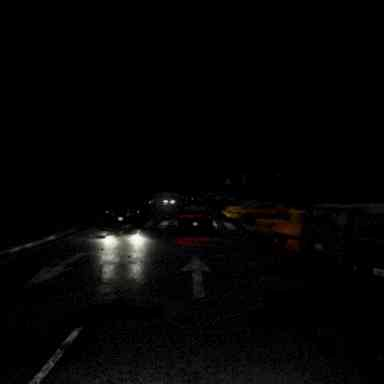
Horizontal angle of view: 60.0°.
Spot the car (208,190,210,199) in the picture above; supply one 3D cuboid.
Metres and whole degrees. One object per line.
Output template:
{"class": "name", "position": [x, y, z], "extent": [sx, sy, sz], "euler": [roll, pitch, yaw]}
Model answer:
{"class": "car", "position": [5.278, 0.954, 49.091], "extent": [4.553, 1.767, 2.185], "euler": [1, 1, -20]}

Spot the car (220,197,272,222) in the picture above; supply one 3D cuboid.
{"class": "car", "position": [5.154, 1.407, 25.014], "extent": [5.366, 1.575, 1.946], "euler": [1, 1, -20]}

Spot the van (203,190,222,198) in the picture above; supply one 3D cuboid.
{"class": "van", "position": [5.314, 0.441, 85.160], "extent": [4.442, 1.987, 1.878], "euler": [1, 0, -20]}

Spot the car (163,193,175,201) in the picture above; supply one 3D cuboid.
{"class": "car", "position": [-4.093, 0.890, 60.181], "extent": [1.994, 1.385, 4.181], "euler": [1, 1, 0]}

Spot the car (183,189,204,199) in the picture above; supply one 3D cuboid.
{"class": "car", "position": [0.054, 0.845, 41.557], "extent": [2.150, 2.045, 5.566], "euler": [1, 1, 0]}

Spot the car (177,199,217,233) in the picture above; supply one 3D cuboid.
{"class": "car", "position": [0.159, 1.418, 19.268], "extent": [1.882, 1.535, 5.008], "euler": [1, 1, 0]}

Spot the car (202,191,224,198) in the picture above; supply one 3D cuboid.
{"class": "car", "position": [5.201, 0.695, 82.116], "extent": [5.008, 1.535, 2.097], "euler": [1, 0, -20]}

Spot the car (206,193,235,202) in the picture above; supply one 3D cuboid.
{"class": "car", "position": [5.205, 0.957, 61.081], "extent": [4.792, 1.488, 2.163], "euler": [1, 1, -20]}

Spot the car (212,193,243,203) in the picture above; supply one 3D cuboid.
{"class": "car", "position": [5.263, 1.241, 40.081], "extent": [4.674, 1.452, 2.002], "euler": [1, 1, -20]}

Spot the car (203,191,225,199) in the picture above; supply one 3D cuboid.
{"class": "car", "position": [5.251, 0.602, 79.112], "extent": [4.553, 1.767, 2.185], "euler": [1, 1, -20]}

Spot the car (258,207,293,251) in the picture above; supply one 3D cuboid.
{"class": "car", "position": [5.438, 1.546, 13.062], "extent": [5.008, 1.535, 2.097], "euler": [1, 1, -21]}

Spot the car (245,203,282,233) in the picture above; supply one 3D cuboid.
{"class": "car", "position": [5.567, 1.536, 16.131], "extent": [5.366, 1.575, 1.946], "euler": [1, 0, -20]}

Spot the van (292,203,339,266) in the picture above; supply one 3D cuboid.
{"class": "van", "position": [5.584, 1.327, 10.115], "extent": [4.442, 1.987, 1.878], "euler": [2, 0, -21]}

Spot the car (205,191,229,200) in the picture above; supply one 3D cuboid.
{"class": "car", "position": [5.198, 0.697, 70.094], "extent": [4.553, 1.767, 2.185], "euler": [1, 0, -20]}

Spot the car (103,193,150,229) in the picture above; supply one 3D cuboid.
{"class": "car", "position": [-3.933, 1.084, 20.997], "extent": [2.150, 2.045, 5.566], "euler": [1, 0, 0]}

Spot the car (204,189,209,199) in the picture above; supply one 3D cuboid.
{"class": "car", "position": [5.231, 0.751, 55.063], "extent": [5.566, 2.045, 2.435], "euler": [2, 1, -20]}

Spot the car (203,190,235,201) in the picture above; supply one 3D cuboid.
{"class": "car", "position": [5.213, 0.641, 64.079], "extent": [5.566, 2.045, 2.435], "euler": [1, 1, -20]}

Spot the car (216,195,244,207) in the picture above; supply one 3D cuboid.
{"class": "car", "position": [5.136, 1.365, 28.015], "extent": [5.366, 1.575, 1.946], "euler": [1, 1, -20]}

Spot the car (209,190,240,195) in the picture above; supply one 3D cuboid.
{"class": "car", "position": [5.282, 0.994, 46.089], "extent": [4.553, 1.767, 2.185], "euler": [1, 1, -20]}

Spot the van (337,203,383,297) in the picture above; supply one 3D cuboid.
{"class": "van", "position": [5.623, 1.331, 7.115], "extent": [4.442, 1.987, 1.878], "euler": [2, 0, -21]}

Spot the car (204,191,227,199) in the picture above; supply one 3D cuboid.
{"class": "car", "position": [5.195, 0.665, 73.095], "extent": [4.553, 1.767, 2.185], "euler": [1, 0, -20]}

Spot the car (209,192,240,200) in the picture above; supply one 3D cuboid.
{"class": "car", "position": [5.226, 1.188, 43.072], "extent": [4.792, 1.488, 2.163], "euler": [1, 1, -20]}
